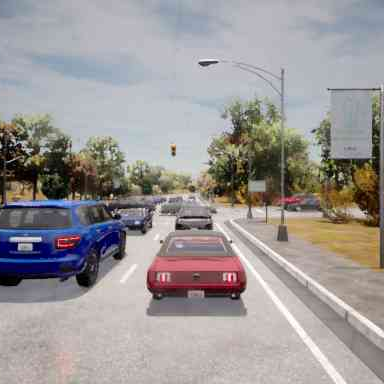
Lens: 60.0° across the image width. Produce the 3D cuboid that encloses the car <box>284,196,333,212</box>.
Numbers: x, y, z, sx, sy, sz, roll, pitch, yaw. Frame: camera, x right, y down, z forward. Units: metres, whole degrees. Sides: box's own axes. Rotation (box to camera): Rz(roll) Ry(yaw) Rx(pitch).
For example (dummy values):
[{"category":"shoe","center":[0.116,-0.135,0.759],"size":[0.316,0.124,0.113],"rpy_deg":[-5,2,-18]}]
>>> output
[{"category":"car","center":[13.401,1.505,37.865],"size":[4.892,1.490,1.837],"rpy_deg":[0,0,3]}]

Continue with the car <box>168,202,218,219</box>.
[{"category":"car","center":[0.103,1.491,17.623],"size":[2.128,1.511,4.902],"rpy_deg":[0,0,0]}]

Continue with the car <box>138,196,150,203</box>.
[{"category":"car","center":[-10.490,1.552,72.530],"size":[1.994,1.385,4.181],"rpy_deg":[0,0,0]}]

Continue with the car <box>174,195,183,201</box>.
[{"category":"car","center":[-3.488,1.540,87.520],"size":[2.033,1.411,5.357],"rpy_deg":[0,0,0]}]

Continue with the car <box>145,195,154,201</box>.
[{"category":"car","center":[-10.489,1.523,82.558],"size":[1.812,1.442,4.674],"rpy_deg":[0,0,0]}]

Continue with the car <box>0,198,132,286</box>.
[{"category":"car","center":[-3.403,1.221,9.507],"size":[2.150,2.045,5.566],"rpy_deg":[0,0,0]}]

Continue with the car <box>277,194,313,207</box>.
[{"category":"car","center":[13.448,1.221,41.382],"size":[5.566,2.045,2.150],"rpy_deg":[0,0,4]}]

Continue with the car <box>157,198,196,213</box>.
[{"category":"car","center":[-0.255,1.547,31.438],"size":[5.357,1.411,2.033],"rpy_deg":[0,0,3]}]

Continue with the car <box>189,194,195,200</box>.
[{"category":"car","center":[0.013,1.360,95.509],"size":[1.882,1.535,5.008],"rpy_deg":[0,0,0]}]

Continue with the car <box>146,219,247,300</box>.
[{"category":"car","center":[0.104,1.601,8.353],"size":[1.895,1.301,4.718],"rpy_deg":[0,0,0]}]

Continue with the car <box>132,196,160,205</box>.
[{"category":"car","center":[-6.314,1.477,35.287],"size":[5.008,1.535,1.882],"rpy_deg":[0,0,3]}]

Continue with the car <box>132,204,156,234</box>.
[{"category":"car","center":[-3.398,1.601,19.261],"size":[1.895,1.301,4.718],"rpy_deg":[0,0,0]}]

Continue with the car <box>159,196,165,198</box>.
[{"category":"car","center":[-7.023,1.477,65.467],"size":[1.882,1.535,5.008],"rpy_deg":[0,0,1]}]

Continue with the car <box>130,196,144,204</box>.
[{"category":"car","center":[-10.538,1.525,63.806],"size":[1.812,1.442,4.674],"rpy_deg":[0,0,1]}]

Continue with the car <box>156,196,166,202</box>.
[{"category":"car","center":[-6.990,1.595,75.772],"size":[1.895,1.301,4.718],"rpy_deg":[0,0,0]}]

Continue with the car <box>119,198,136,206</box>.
[{"category":"car","center":[-10.580,1.601,54.771],"size":[1.895,1.301,4.718],"rpy_deg":[0,0,0]}]

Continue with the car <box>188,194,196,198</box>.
[{"category":"car","center":[0.011,1.533,85.090],"size":[2.033,1.411,5.357],"rpy_deg":[0,0,0]}]

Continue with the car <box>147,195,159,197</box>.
[{"category":"car","center":[-7.074,1.526,56.137],"size":[1.812,1.442,4.674],"rpy_deg":[0,0,0]}]

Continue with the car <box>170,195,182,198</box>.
[{"category":"car","center":[-3.391,1.491,63.604],"size":[2.128,1.511,4.902],"rpy_deg":[0,0,0]}]
